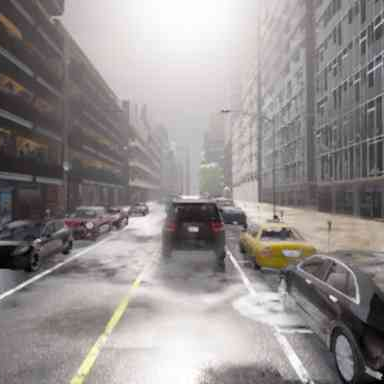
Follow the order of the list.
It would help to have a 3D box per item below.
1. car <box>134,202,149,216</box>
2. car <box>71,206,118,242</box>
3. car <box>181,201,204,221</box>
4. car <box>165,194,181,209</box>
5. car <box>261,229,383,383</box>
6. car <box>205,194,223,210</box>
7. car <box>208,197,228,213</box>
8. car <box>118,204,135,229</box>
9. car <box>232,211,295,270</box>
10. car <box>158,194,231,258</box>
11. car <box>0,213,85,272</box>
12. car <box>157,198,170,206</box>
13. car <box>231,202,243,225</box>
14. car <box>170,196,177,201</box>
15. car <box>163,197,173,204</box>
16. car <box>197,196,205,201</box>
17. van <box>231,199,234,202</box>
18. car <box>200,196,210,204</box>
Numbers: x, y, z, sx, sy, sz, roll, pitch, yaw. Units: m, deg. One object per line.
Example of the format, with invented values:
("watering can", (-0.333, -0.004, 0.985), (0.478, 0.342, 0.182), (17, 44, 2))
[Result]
("car", (-5.289, 1.679, 33.528), (1.802, 1.307, 4.206), (1, 0, 0))
("car", (-5.296, 1.488, 16.589), (1.967, 1.590, 4.097), (1, 0, 0))
("car", (0.084, 1.591, 29.277), (1.837, 1.490, 4.892), (0, 0, 0))
("car", (-2.808, 1.370, 50.734), (2.150, 2.045, 5.566), (0, 0, 0))
("car", (2.577, 1.566, 5.105), (2.008, 1.369, 4.403), (1, 0, 0))
("car", (3.004, 1.364, 46.677), (2.150, 2.045, 5.566), (0, 0, 0))
("car", (3.007, 1.467, 39.616), (2.097, 1.767, 4.553), (0, 0, 0))
("car", (-5.295, 1.646, 22.236), (1.802, 1.307, 4.206), (1, 0, 0))
("car", (2.581, 1.557, 10.928), (1.752, 1.417, 4.829), (1, 0, 0))
("car", (0.069, 1.261, 13.055), (2.150, 2.045, 5.566), (0, 0, 0))
("car", (-5.300, 1.598, 10.943), (1.947, 1.339, 4.313), (1, 0, 0))
("car", (-5.284, 1.749, 61.761), (1.947, 1.339, 4.313), (1, 0, 0))
("car", (2.586, 1.614, 22.062), (2.008, 1.369, 4.403), (1, 0, 0))
("car", (-5.225, 1.838, 95.473), (1.752, 1.417, 4.829), (1, 0, 0))
("car", (-5.242, 1.770, 73.054), (2.008, 1.369, 4.403), (1, 0, 0))
("car", (2.623, 1.845, 95.543), (2.008, 1.369, 4.403), (1, 0, 0))
("van", (2.592, 1.420, 27.715), (1.690, 1.788, 3.998), (1, 0, 0))
("car", (2.610, 1.640, 67.281), (1.967, 1.590, 4.097), (1, 0, 0))
